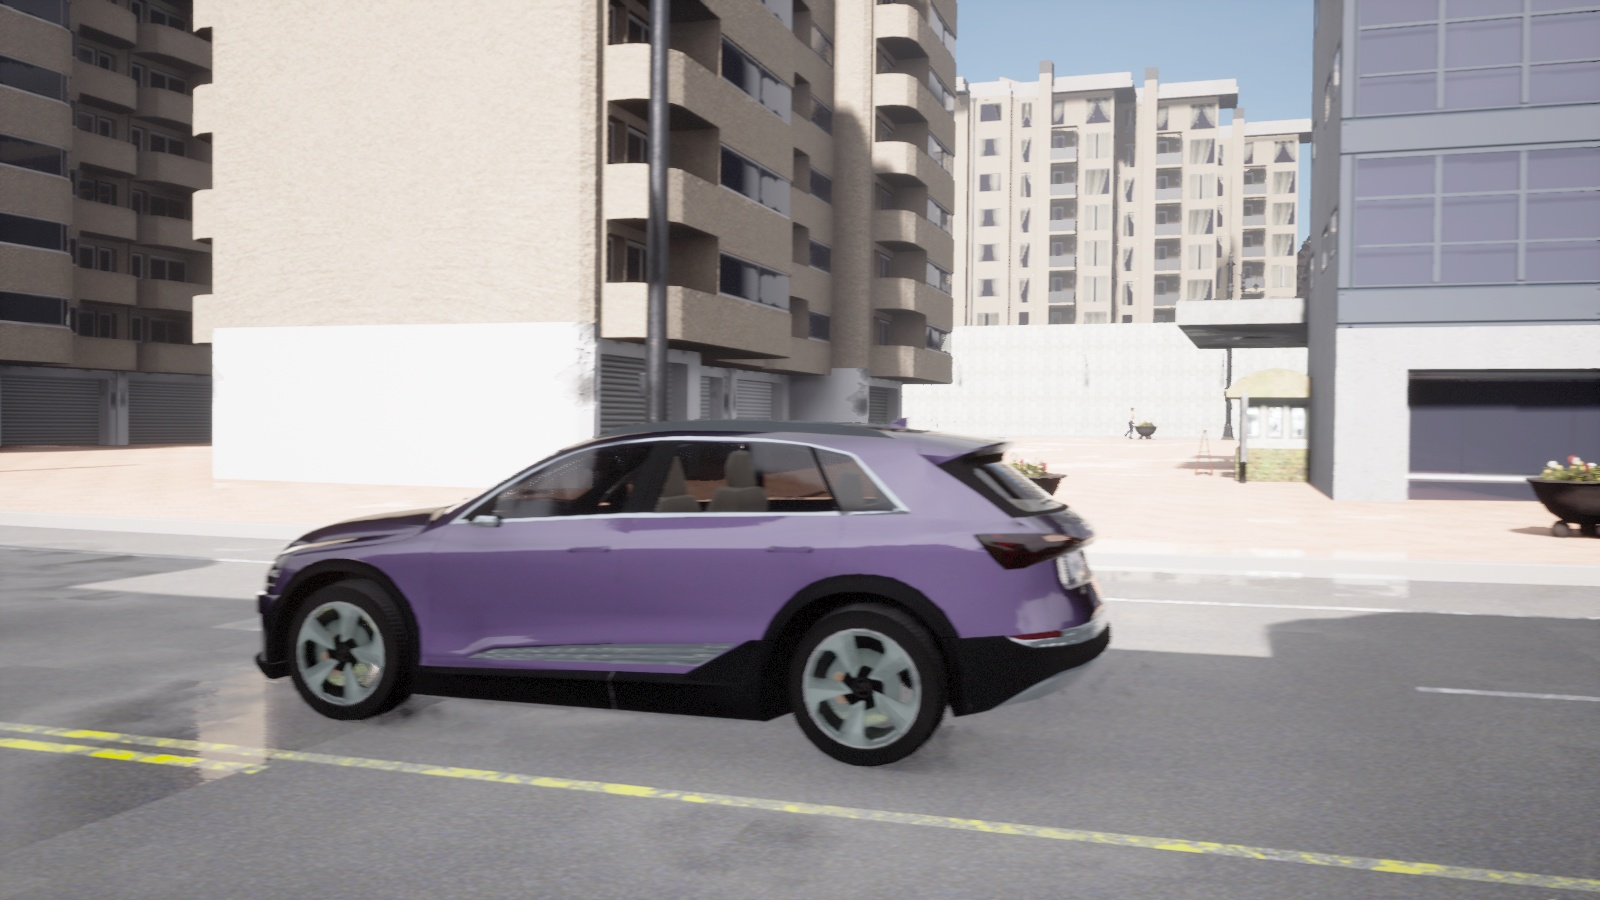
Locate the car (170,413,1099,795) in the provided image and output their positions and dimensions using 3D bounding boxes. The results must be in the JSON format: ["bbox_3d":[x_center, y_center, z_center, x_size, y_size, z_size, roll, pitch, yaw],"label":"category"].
[{"bbox_3d":[-0.879,0.634,7.181,4.856,1.649,2.033,1,1,19],"label":"car"}]
